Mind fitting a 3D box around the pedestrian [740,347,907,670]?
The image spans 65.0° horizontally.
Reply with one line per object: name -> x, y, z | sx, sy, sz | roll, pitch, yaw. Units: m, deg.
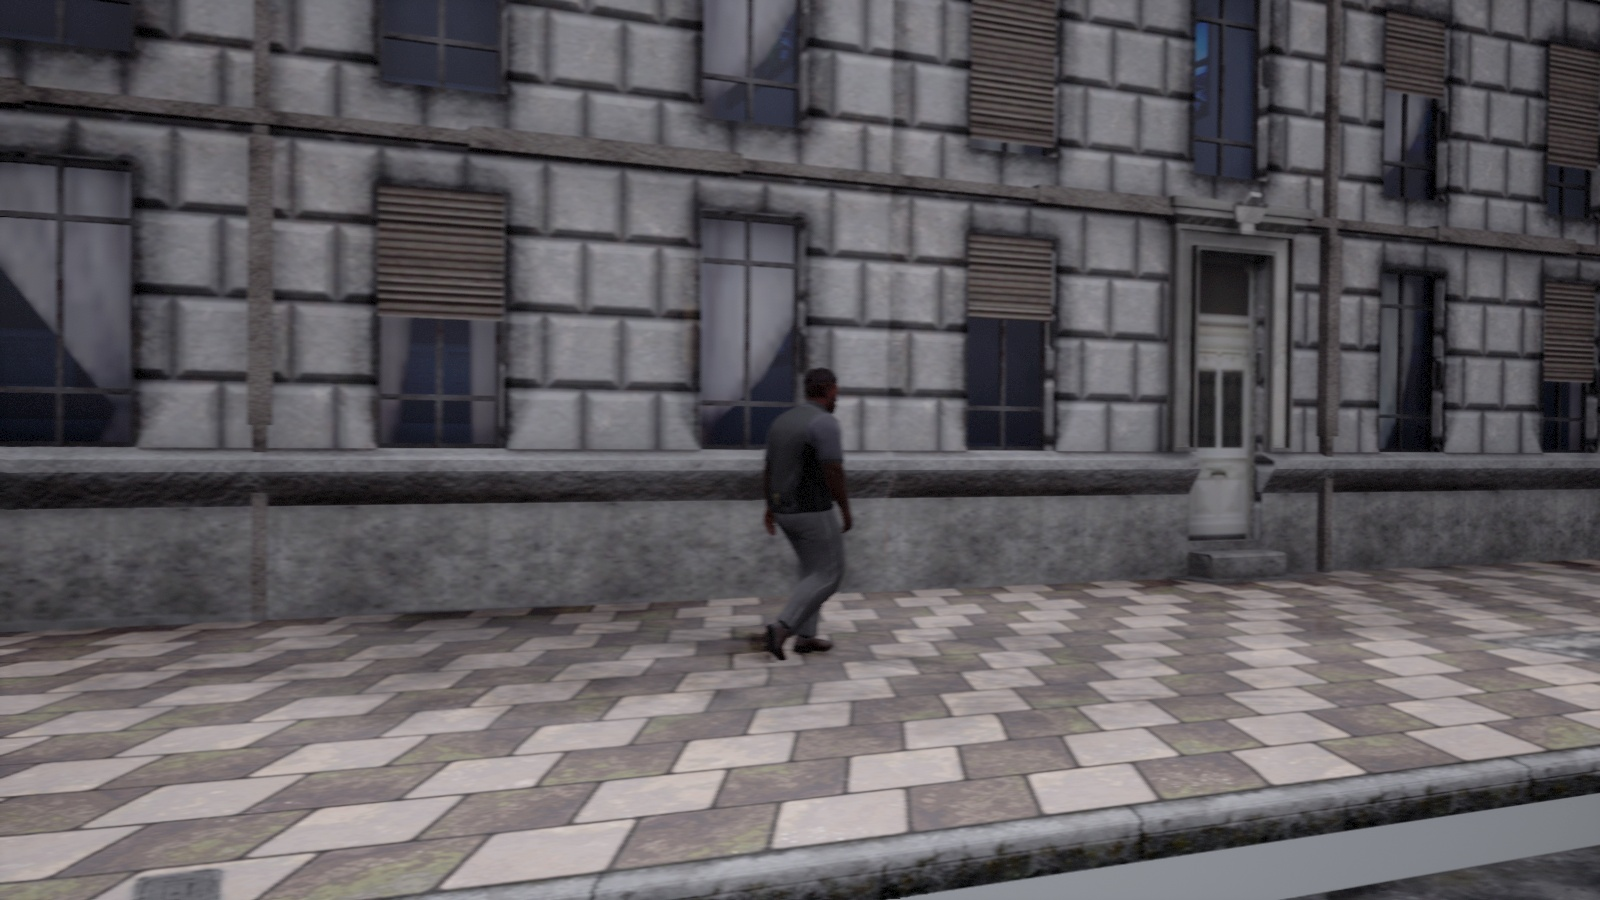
pedestrian -> 0.146, 0.332, 7.780 | 0.849, 1.883, 0.563 | -1, 1, -33
